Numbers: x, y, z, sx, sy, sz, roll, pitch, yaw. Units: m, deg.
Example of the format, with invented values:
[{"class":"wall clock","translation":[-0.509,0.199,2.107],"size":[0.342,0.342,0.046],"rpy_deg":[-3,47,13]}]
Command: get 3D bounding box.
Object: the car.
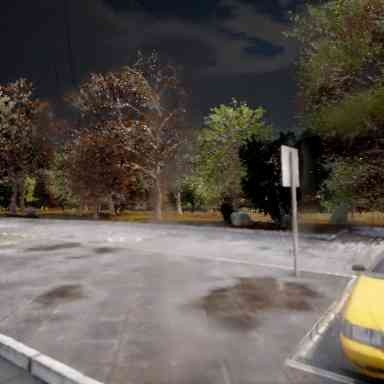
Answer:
[{"class":"car","translation":[3.757,1.454,5.365],"size":[1.946,1.575,5.366],"rpy_deg":[0,0,36]}]
